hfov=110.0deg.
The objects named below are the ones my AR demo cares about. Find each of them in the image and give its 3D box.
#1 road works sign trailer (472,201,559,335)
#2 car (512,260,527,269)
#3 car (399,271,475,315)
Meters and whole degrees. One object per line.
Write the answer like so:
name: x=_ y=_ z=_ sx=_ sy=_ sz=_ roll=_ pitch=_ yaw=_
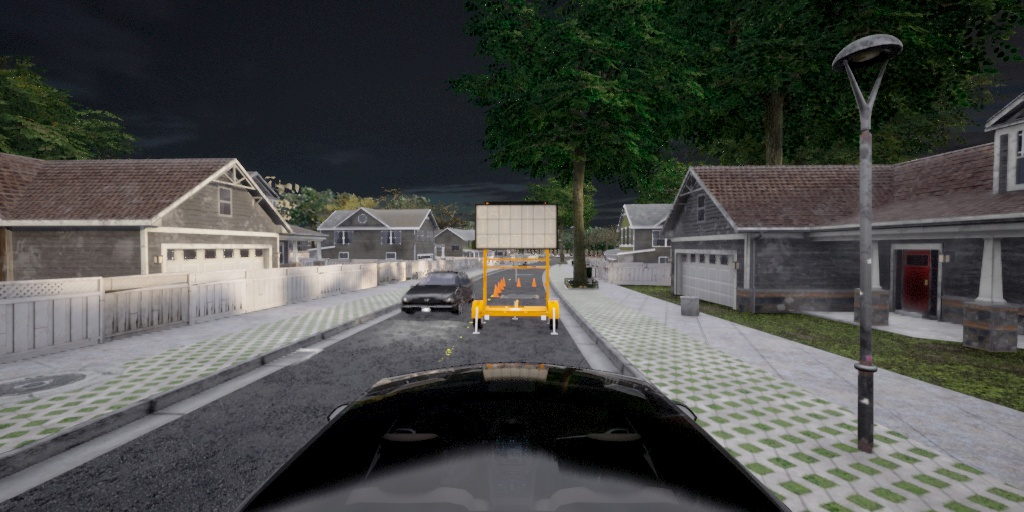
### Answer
road works sign trailer: x=0.128 y=0.213 z=10.555 sx=2.380 sy=3.560 sz=2.880 roll=0 pitch=0 yaw=2
car: x=1.195 y=1.194 z=55.554 sx=2.128 sy=1.511 sz=4.902 roll=0 pitch=0 yaw=9
car: x=-2.591 y=1.294 z=13.841 sx=2.033 sy=1.411 sz=5.357 roll=0 pitch=0 yaw=2
